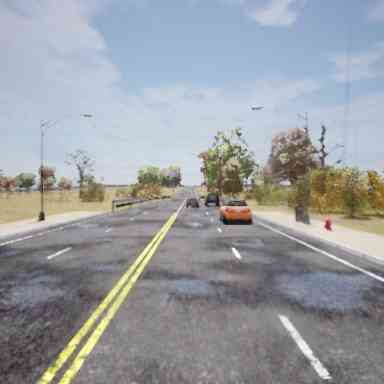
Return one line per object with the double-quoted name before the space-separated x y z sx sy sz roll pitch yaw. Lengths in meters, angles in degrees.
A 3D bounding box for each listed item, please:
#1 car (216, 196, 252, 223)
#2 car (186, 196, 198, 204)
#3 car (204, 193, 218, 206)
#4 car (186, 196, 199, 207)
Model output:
"car" 3.286 1.344 25.636 2.097 1.767 4.553 0 0 1
"car" -0.005 1.516 63.145 2.033 1.411 5.357 0 0 0
"car" 3.249 1.203 53.967 2.150 2.045 5.566 0 0 0
"car" 0.087 1.510 49.732 1.812 1.442 4.674 0 0 -1
